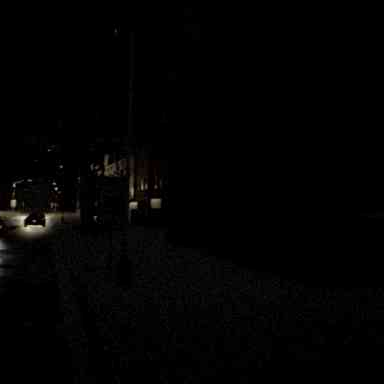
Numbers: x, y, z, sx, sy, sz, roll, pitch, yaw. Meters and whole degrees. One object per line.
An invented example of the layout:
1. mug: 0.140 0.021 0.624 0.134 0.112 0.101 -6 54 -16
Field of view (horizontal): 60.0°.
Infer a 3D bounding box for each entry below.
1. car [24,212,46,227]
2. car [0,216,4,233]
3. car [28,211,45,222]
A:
1. car: -16.151 2.862 34.263 1.994 1.385 4.181 3 -3 -23
2. car: -14.814 2.304 24.063 2.128 1.511 4.902 3 -3 -23
3. car: -20.671 3.289 44.433 1.895 1.301 4.718 3 -3 -23
